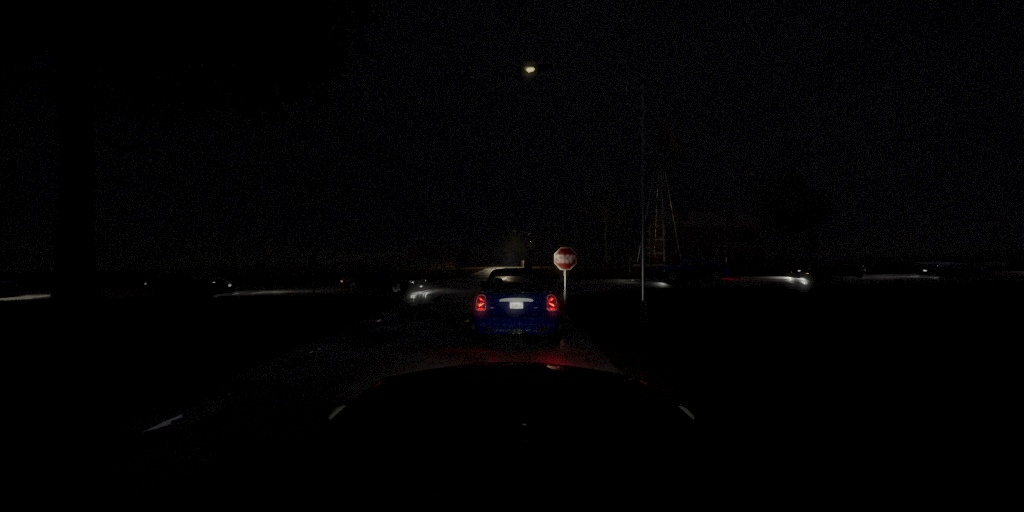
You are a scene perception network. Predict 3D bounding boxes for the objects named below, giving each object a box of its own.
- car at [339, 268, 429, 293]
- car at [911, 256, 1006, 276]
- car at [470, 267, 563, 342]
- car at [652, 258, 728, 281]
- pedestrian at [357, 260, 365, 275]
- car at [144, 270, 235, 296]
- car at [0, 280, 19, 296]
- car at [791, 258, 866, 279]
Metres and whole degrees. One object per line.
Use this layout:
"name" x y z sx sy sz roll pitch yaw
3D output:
"car" -7.790 1.459 21.650 5.357 1.411 2.033 -2 0 19
"car" 31.662 0.687 25.549 4.718 1.301 1.895 -1 1 1
"car" 0.103 1.104 9.979 2.097 1.767 4.553 0 0 0
"car" 12.660 0.948 25.653 5.008 1.535 1.882 -1 1 0
"pedestrian" -12.145 1.215 28.819 0.375 1.860 0.375 0 2 0
"car" -20.483 1.645 22.896 4.902 1.511 2.128 -1 1 0
"car" -34.959 1.893 22.983 5.008 1.535 1.882 -1 1 0
"car" 22.503 0.838 25.603 4.181 1.385 1.994 -1 1 0
